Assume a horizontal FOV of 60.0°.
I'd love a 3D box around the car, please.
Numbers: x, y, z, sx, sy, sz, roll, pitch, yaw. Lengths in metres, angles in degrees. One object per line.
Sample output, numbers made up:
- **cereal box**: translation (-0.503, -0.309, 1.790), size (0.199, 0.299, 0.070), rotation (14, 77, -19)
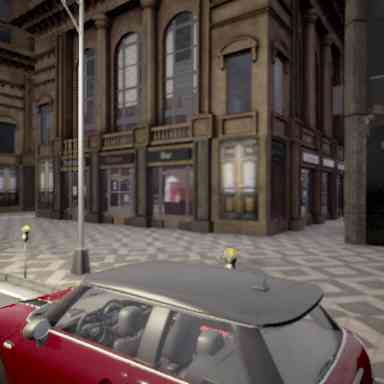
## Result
- **car**: translation (-0.504, 1.438, 3.319), size (4.097, 1.590, 1.967), rotation (0, 0, 35)
